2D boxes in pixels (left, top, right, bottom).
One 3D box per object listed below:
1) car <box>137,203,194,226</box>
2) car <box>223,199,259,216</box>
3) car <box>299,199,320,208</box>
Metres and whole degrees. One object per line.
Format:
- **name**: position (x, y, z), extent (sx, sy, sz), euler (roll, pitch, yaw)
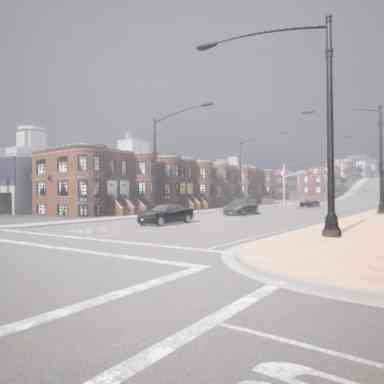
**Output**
- **car**: position (-1.883, 1.602, 24.575), extent (1.882, 1.535, 5.008), euler (-1, -1, 37)
- **car**: position (5.020, 1.477, 33.790), extent (2.097, 1.767, 4.553), euler (-1, -1, 37)
- **car**: position (18.013, 1.714, 50.981), extent (1.895, 1.301, 4.718), euler (-1, -1, 37)
